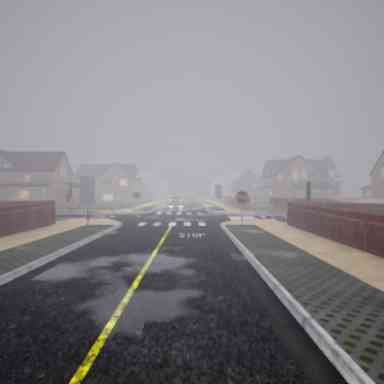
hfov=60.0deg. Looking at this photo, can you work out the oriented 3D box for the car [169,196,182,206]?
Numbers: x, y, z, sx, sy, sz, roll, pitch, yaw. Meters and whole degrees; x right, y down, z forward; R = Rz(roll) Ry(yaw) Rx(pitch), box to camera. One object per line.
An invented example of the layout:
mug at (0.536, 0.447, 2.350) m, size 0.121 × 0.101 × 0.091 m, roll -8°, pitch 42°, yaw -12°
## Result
car at (-2.733, 1.438, 57.002) m, size 2.097 × 1.767 × 4.553 m, roll 0°, pitch 0°, yaw 0°
